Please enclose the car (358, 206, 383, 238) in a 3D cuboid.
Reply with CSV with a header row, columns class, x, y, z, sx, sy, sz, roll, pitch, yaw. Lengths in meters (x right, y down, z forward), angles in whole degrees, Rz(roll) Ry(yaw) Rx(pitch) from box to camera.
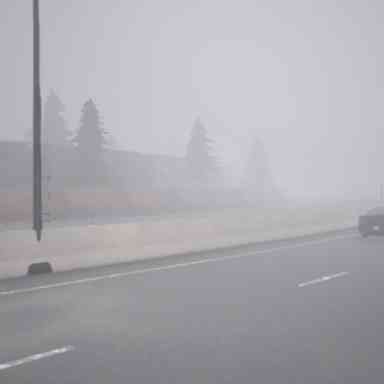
class,x,y,z,sx,sy,sz,roll,pitch,yaw
car,9.688,1.356,15.729,5.008,1.535,1.882,-1,0,-41
